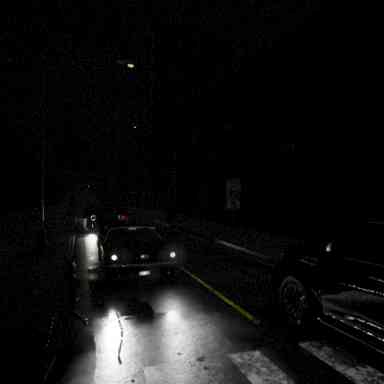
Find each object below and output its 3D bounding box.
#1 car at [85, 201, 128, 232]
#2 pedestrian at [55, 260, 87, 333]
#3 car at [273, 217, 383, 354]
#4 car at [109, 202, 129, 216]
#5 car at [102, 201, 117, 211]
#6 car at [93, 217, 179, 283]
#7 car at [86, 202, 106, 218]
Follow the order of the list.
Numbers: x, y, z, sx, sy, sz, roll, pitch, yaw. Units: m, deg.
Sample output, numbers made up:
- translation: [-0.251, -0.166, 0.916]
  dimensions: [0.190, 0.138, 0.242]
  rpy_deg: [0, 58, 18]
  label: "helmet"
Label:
- translation: [-5.687, 1.558, 21.570]
  dimensions: [2.097, 1.767, 4.553]
  rpy_deg: [1, -1, -20]
  label: "car"
- translation: [-1.827, 1.599, 5.144]
  dimensions: [0.500, 1.100, 0.500]
  rpy_deg: [0, 0, -19]
  label: "pedestrian"
- translation: [3.273, 1.271, 4.221]
  dimensions: [2.150, 2.045, 5.566]
  rpy_deg: [1, 0, -19]
  label: "car"
- translation: [-9.089, 2.030, 40.939]
  dimensions: [1.837, 1.490, 4.892]
  rpy_deg: [1, -1, -19]
  label: "car"
- translation: [-13.148, 2.224, 53.010]
  dimensions: [1.882, 1.535, 5.008]
  rpy_deg: [1, -1, -19]
  label: "car"
- translation: [-1.842, 1.671, 10.153]
  dimensions: [1.895, 1.301, 4.718]
  rpy_deg: [1, -1, -18]
  label: "car"
- translation: [-10.402, 1.894, 35.703]
  dimensions: [1.882, 1.535, 5.008]
  rpy_deg: [1, -1, -18]
  label: "car"
